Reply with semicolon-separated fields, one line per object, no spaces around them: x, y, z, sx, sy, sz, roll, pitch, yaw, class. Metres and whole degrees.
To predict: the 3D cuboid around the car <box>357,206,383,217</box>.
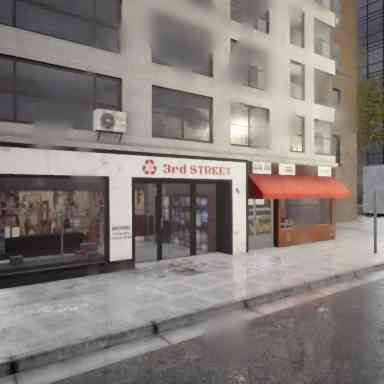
16.992;1.600;28.755;2.033;1.411;5.357;0;0;-34;car
